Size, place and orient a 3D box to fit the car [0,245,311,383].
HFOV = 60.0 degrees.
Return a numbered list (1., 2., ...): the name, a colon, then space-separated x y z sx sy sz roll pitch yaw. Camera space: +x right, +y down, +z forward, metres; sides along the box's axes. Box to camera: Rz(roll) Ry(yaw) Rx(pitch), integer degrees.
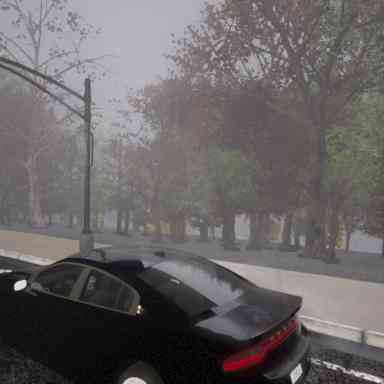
1. car: -1.046 1.477 4.488 5.008 1.535 1.882 0 0 36
